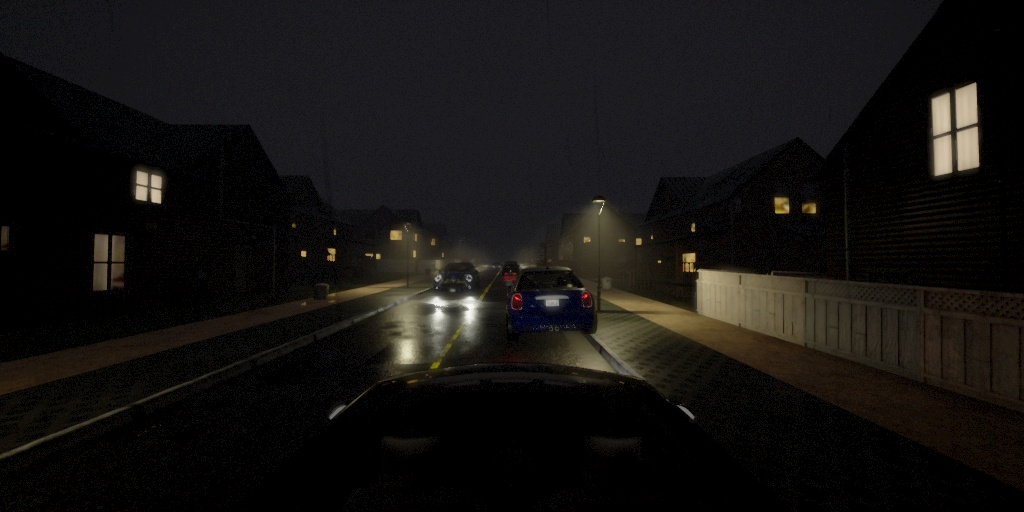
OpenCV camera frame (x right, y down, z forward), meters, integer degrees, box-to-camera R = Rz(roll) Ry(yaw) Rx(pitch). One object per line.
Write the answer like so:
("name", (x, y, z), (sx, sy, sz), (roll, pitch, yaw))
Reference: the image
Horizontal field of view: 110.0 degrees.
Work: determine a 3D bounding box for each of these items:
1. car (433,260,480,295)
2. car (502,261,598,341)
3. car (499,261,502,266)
("car", (-2.955, 1.118, 19.994), (2.097, 1.767, 4.553), (0, 0, 0))
("car", (0.883, 1.076, 10.093), (2.097, 1.767, 4.553), (-2, 0, 0))
("car", (-0.139, 1.301, 38.822), (1.837, 1.490, 4.892), (0, 0, 0))
